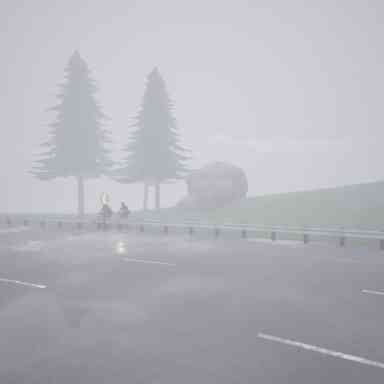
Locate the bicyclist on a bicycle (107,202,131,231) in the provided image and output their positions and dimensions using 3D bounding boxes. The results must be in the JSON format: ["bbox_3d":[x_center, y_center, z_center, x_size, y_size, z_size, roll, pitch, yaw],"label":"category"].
[{"bbox_3d":[-3.964,1.429,19.320,0.582,1.620,1.656,0,-5,23],"label":"bicyclist on a bicycle"}]

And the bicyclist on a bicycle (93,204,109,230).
[{"bbox_3d":[-5.142,1.418,19.710,0.582,1.620,1.656,0,-4,36],"label":"bicyclist on a bicycle"}]
